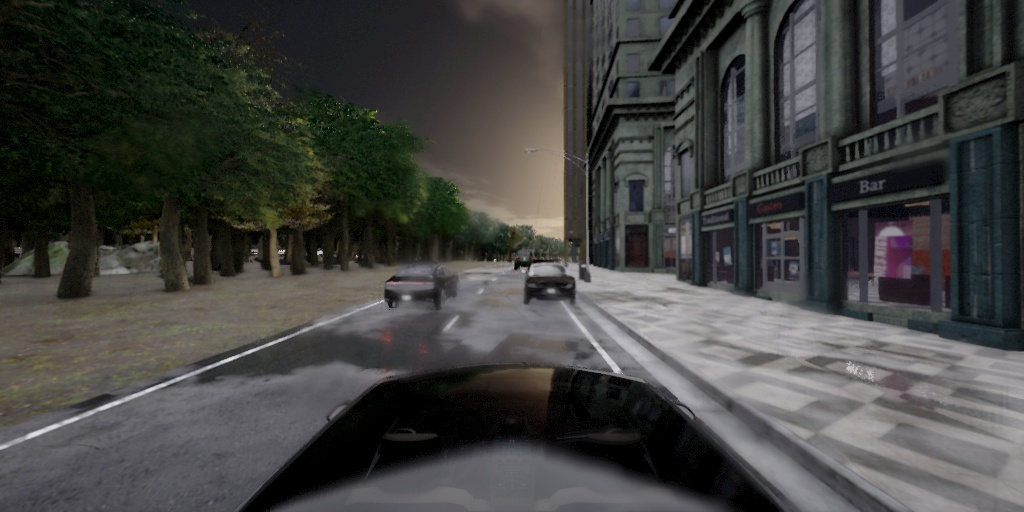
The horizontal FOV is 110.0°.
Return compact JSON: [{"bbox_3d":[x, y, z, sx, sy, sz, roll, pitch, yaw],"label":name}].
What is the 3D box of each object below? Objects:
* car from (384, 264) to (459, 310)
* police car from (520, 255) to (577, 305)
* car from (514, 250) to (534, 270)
[{"bbox_3d":[-3.205,1.027,13.544,2.128,1.511,4.902,0,1,1],"label":"car"},{"bbox_3d":[1.415,0.935,14.679,1.930,1.638,5.238,0,1,2],"label":"police car"},{"bbox_3d":[1.437,0.402,38.083,2.150,2.045,5.566,0,0,4],"label":"car"}]
